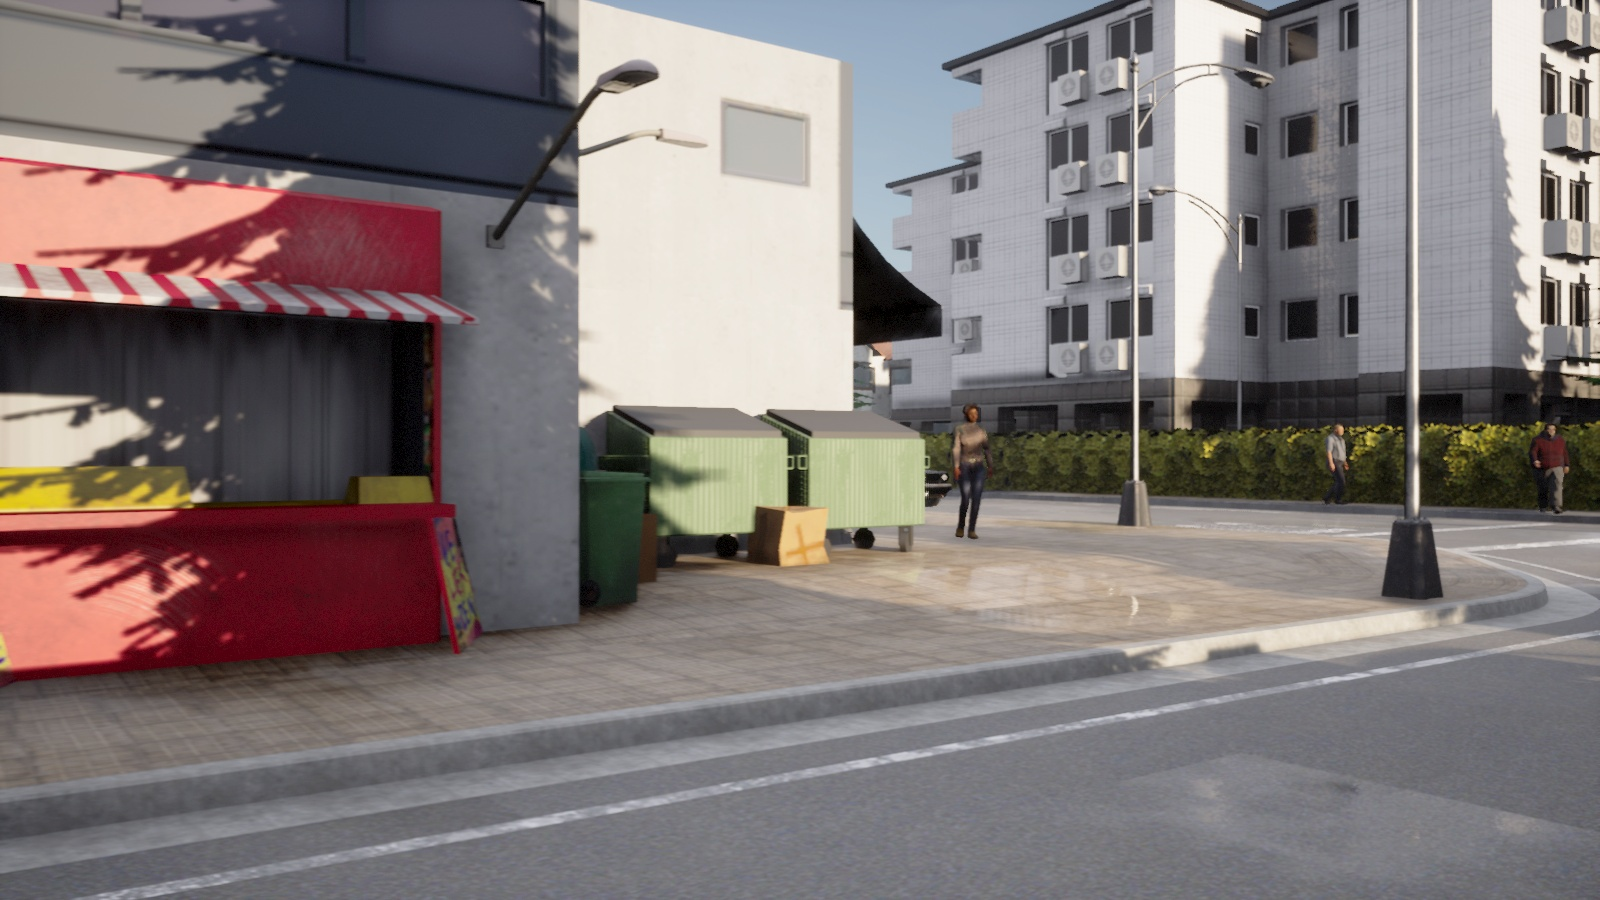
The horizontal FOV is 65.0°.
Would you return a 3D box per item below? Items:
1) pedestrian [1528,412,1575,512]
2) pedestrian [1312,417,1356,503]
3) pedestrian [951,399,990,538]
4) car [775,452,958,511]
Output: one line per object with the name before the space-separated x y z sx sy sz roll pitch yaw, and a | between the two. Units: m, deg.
pedestrian | 14.183 0.229 23.724 0.634 1.844 0.899 0 0 22
pedestrian | 11.672 0.221 27.438 0.540 1.848 0.694 0 0 -37
pedestrian | 2.262 0.238 16.699 0.328 1.805 0.869 0 0 -5
car | 1.514 0.706 30.486 1.895 1.301 4.718 0 0 -36
